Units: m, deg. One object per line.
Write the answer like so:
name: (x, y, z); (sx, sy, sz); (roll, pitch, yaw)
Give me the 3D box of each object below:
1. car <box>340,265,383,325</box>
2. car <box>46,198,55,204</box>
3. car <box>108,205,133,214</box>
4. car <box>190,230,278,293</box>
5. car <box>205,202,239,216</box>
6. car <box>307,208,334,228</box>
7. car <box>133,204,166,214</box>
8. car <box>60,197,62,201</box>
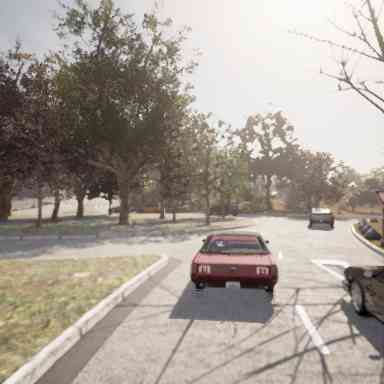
car: (3.825, 1.594, 4.549); (2.033, 1.411, 5.357); (0, -1, 6)
car: (-34.974, 2.292, 82.824); (1.946, 1.575, 5.366); (1, 2, -14)
car: (-12.016, 2.954, 57.511); (4.902, 1.511, 2.128); (0, -2, -3)
car: (1.198, 1.716, 9.219); (1.895, 1.301, 4.718); (0, -1, 8)
car: (4.236, 2.397, 47.145); (2.150, 2.045, 5.566); (1, -2, -35)
car: (10.694, 2.086, 27.743); (2.128, 1.511, 4.902); (0, -2, 19)
car: (-6.629, 2.717, 54.005); (4.553, 1.767, 2.097); (-1, -2, 23)
car: (-36.282, 2.119, 88.187); (1.946, 1.575, 5.366); (1, 2, -14)
